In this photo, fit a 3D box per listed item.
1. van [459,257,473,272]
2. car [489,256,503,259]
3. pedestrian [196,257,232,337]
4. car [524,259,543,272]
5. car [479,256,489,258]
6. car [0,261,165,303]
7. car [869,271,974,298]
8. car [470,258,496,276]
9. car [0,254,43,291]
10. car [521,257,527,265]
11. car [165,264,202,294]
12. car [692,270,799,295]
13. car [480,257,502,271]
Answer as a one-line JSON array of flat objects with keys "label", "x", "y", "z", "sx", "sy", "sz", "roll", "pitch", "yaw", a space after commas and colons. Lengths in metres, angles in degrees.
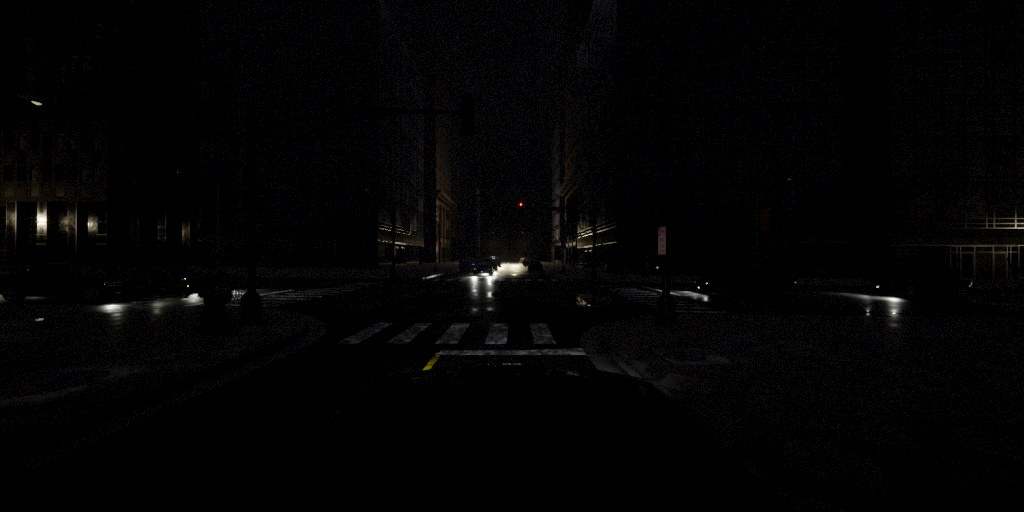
[{"label": "van", "x": -5.639, "y": 1.058, "z": 45.147, "sx": 1.690, "sy": 1.789, "sz": 3.998, "roll": 0, "pitch": 0, "yaw": 0}, {"label": "car", "x": -2.780, "y": 1.221, "z": 58.504, "sx": 1.812, "sy": 1.442, "sz": 4.674, "roll": 0, "pitch": 0, "yaw": -1}, {"label": "pedestrian", "x": -6.807, "y": 0.890, "z": 8.198, "sx": 0.375, "sy": 1.860, "sz": 0.375, "roll": 0, "pitch": 0, "yaw": 0}, {"label": "car", "x": 2.886, "y": 1.283, "z": 45.092, "sx": 1.948, "sy": 1.339, "sz": 4.313, "roll": 0, "pitch": 0, "yaw": 0}, {"label": "car", "x": -5.528, "y": 1.128, "z": 62.094, "sx": 1.967, "sy": 1.591, "sz": 4.097, "roll": 0, "pitch": 0, "yaw": 0}, {"label": "car", "x": -17.608, "y": 0.993, "z": 14.568, "sx": 5.008, "sy": 1.535, "sz": 1.882, "roll": 1, "pitch": 0, "yaw": 0}, {"label": "car", "x": 23.882, "y": 1.599, "z": 21.030, "sx": 4.892, "sy": 1.490, "sz": 1.837, "roll": 1, "pitch": 0, "yaw": 0}, {"label": "car", "x": -2.925, "y": 1.252, "z": 37.232, "sx": 1.812, "sy": 1.442, "sz": 4.674, "roll": 0, "pitch": 0, "yaw": 0}, {"label": "car", "x": -27.026, "y": 0.758, "z": 17.875, "sx": 4.553, "sy": 1.767, "sz": 2.097, "roll": 1, "pitch": 0, "yaw": 0}, {"label": "car", "x": 2.997, "y": 1.270, "z": 62.040, "sx": 1.802, "sy": 1.307, "sz": 4.207, "roll": 0, "pitch": 0, "yaw": 0}, {"label": "car", "x": -17.417, "y": 1.094, "z": 17.817, "sx": 4.181, "sy": 1.385, "sz": 1.994, "roll": 1, "pitch": 0, "yaw": 0}, {"label": "car", "x": 13.651, "y": 1.503, "z": 21.085, "sx": 5.357, "sy": 1.411, "sz": 2.033, "roll": 1, "pitch": 0, "yaw": 0}, {"label": "car", "x": -2.860, "y": 1.205, "z": 47.670, "sx": 2.128, "sy": 1.511, "sz": 4.902, "roll": 0, "pitch": 0, "yaw": 0}]
